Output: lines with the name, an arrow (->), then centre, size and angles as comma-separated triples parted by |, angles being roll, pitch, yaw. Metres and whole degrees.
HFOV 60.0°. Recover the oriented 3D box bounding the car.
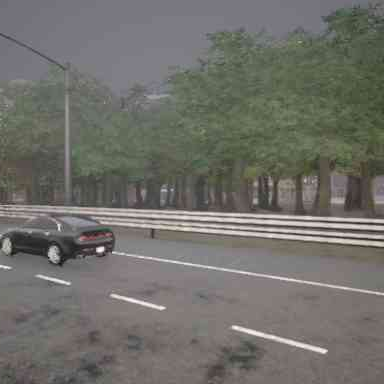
car -> -4.768, 1.527, 11.580 | 4.892, 1.490, 1.837 | 0, 0, 36
